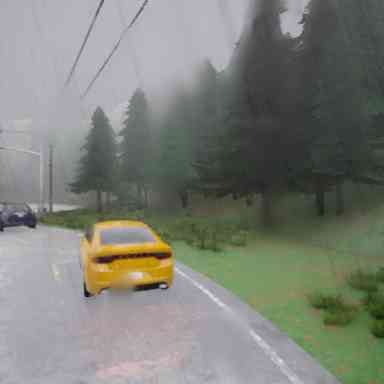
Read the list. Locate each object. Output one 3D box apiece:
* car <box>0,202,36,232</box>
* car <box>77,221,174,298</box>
[{"bbox_3d":[-11.803,1.422,21.032,4.553,1.767,2.097,0,0,39],"label":"car"},{"bbox_3d":[-1.951,1.504,8.846,1.882,1.535,5.008,0,0,-20],"label":"car"}]
